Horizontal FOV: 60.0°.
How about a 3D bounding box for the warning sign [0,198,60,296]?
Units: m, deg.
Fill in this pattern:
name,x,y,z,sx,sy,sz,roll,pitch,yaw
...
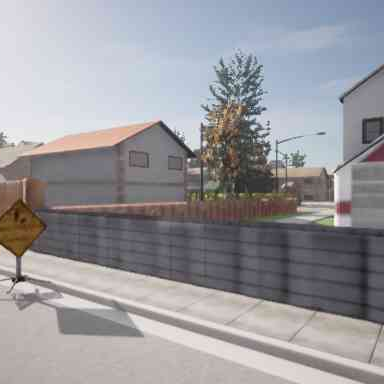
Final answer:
name,x,y,z,sx,sy,sz,roll,pitch,yaw
warning sign,-3.777,1.071,7.236,1.060,1.860,1.300,0,0,35
